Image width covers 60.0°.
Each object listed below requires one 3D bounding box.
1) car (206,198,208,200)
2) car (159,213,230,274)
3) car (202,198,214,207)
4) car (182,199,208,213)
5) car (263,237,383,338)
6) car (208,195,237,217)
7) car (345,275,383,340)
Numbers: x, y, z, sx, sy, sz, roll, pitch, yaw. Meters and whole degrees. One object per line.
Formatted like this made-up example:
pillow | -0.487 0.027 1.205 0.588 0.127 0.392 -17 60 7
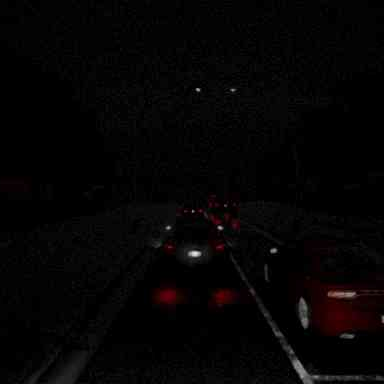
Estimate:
car | 2.982 1.342 39.160 2.150 2.045 5.566 0 0 0
car | 0.082 1.589 10.686 1.994 1.385 4.181 0 0 0
car | 2.625 1.726 55.305 1.887 1.381 4.507 -1 0 0
car | 0.096 1.627 29.687 2.033 1.411 5.357 0 0 0
car | 2.627 1.559 6.647 1.887 1.381 4.507 -1 0 0
car | 2.982 1.316 32.158 2.150 2.045 5.566 0 0 0
car | 2.628 1.554 1.241 2.008 1.369 4.403 -1 0 0
